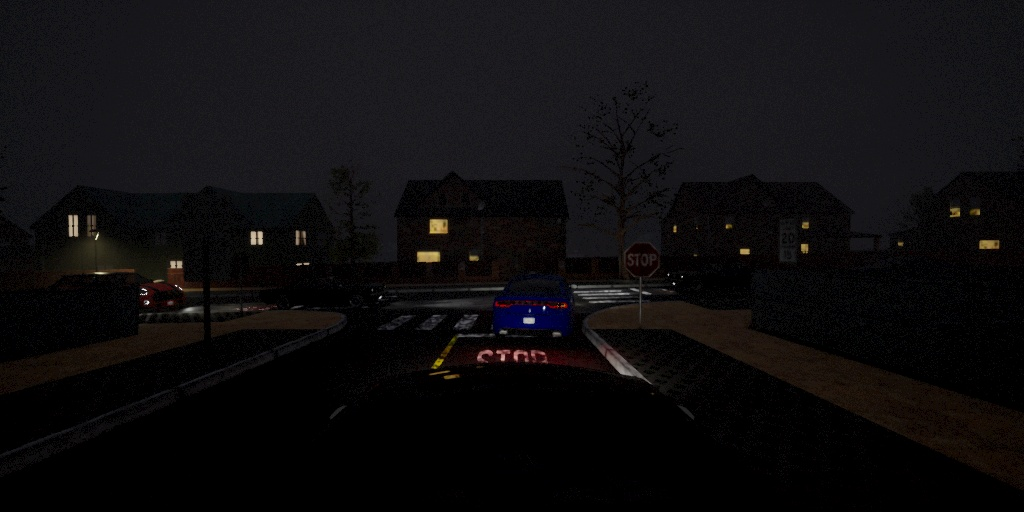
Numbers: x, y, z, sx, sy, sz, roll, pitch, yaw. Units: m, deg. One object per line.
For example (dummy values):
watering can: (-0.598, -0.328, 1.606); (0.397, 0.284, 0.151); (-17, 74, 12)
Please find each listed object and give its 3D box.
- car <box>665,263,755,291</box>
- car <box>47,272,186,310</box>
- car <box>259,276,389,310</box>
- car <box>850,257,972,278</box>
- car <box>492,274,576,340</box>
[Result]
car: (10.402, 1.034, 18.216); (4.718, 1.301, 1.895); (-1, 1, -1)
car: (-16.806, 1.472, 15.266); (4.553, 1.767, 2.097); (-1, 1, 0)
car: (-7.819, 1.506, 15.278); (4.718, 1.301, 1.895); (-1, 1, 0)
car: (20.047, 0.753, 18.257); (5.357, 1.411, 2.033); (-1, 1, 0)
car: (0.782, 1.226, 10.075); (1.882, 1.535, 5.008); (0, 0, 10)
